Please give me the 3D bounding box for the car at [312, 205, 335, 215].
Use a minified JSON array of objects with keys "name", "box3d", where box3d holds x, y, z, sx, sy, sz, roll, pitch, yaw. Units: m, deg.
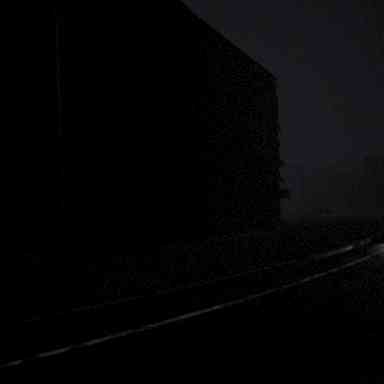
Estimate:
[{"name":"car","box3d":[22.876,3.087,58.050,2.097,1.767,4.553,-2,-3,-6]}]
